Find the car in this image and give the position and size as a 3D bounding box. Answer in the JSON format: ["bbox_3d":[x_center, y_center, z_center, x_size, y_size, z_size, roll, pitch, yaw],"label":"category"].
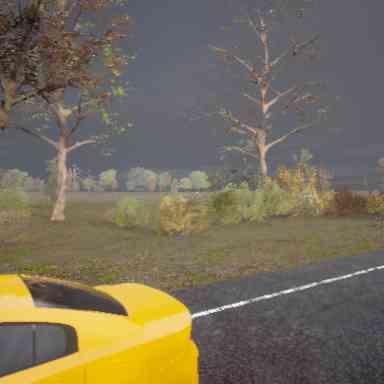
[{"bbox_3d":[-2.279,1.475,2.345,5.008,1.535,1.882,0,0,-35],"label":"car"}]
